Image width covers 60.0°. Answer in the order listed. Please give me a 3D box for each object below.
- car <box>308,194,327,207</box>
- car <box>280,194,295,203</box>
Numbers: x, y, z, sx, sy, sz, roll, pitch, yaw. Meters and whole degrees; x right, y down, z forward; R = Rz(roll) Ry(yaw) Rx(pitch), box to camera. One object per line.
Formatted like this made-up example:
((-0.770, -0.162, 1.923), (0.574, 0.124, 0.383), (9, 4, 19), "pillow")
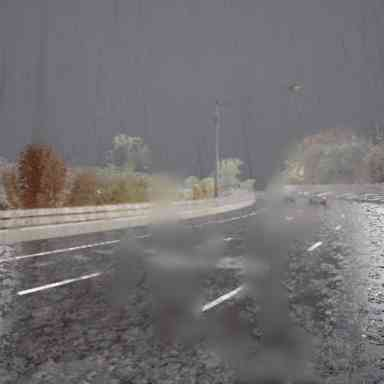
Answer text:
((16.036, 1.012, 42.520), (2.128, 1.511, 4.902), (1, 1, 16), "car")
((14.566, 0.985, 50.965), (1.895, 1.301, 4.718), (1, 1, 11), "car")
